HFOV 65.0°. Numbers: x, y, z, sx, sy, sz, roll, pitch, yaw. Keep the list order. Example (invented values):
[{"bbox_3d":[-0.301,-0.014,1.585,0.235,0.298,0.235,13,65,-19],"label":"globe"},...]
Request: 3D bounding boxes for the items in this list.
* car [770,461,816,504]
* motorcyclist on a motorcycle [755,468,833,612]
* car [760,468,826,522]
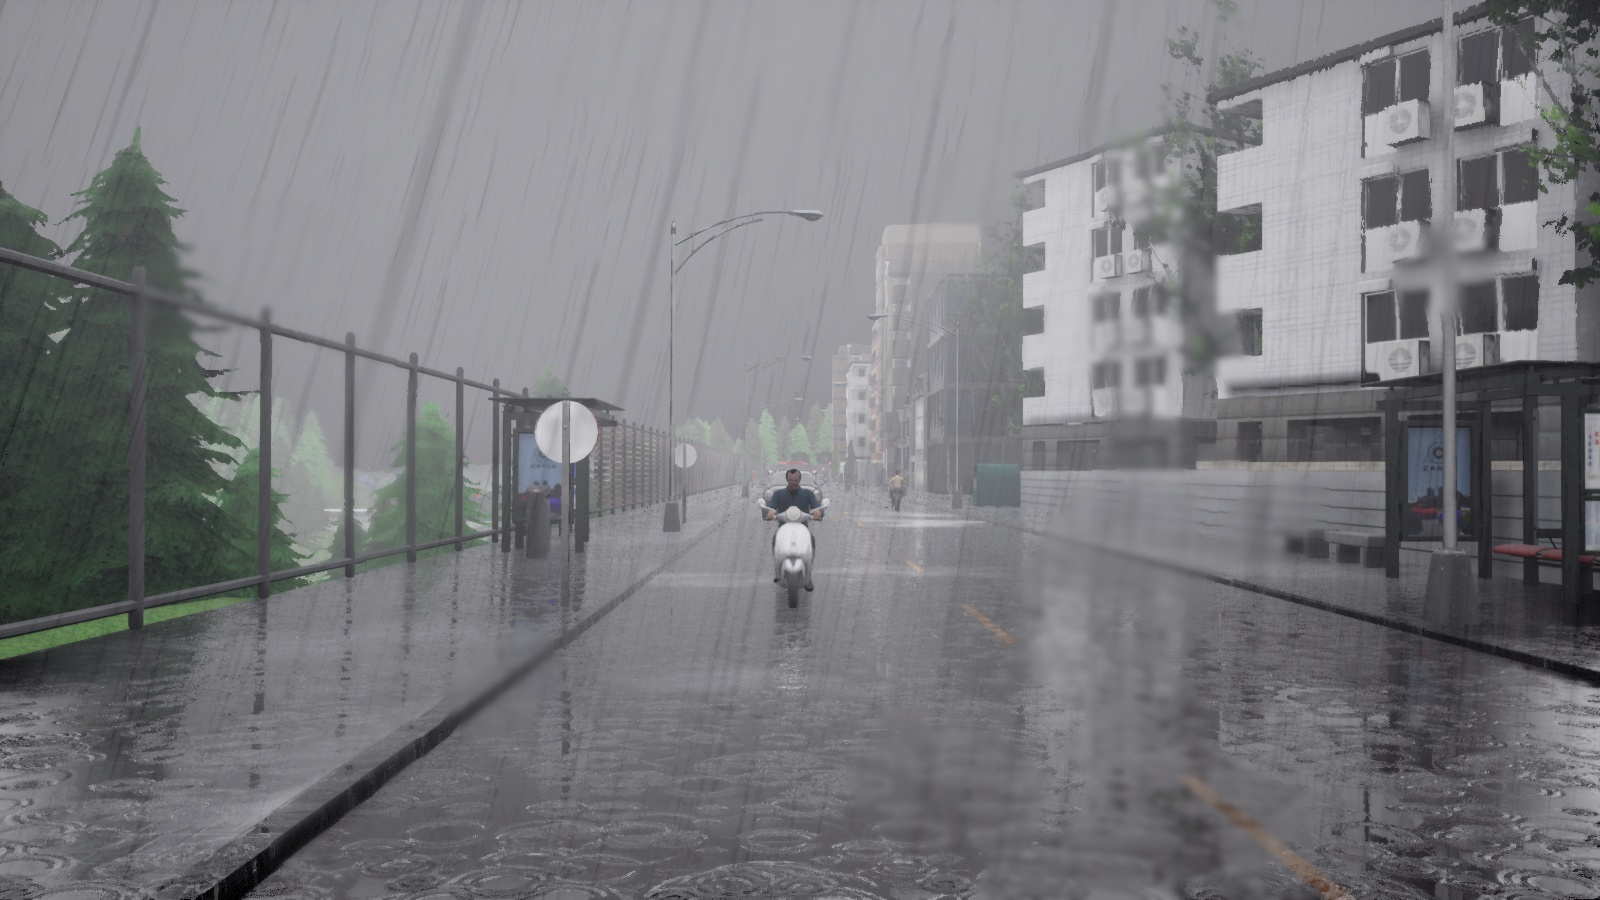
[{"bbox_3d":[-0.355,1.581,62.431,2.150,2.045,5.566,0,-1,0],"label":"car"},{"bbox_3d":[-0.070,1.018,14.908,0.866,1.590,1.817,0,-1,0],"label":"motorcyclist on a motorcycle"},{"bbox_3d":[-0.228,1.435,41.167,2.033,1.649,4.856,0,-1,0],"label":"car"}]
